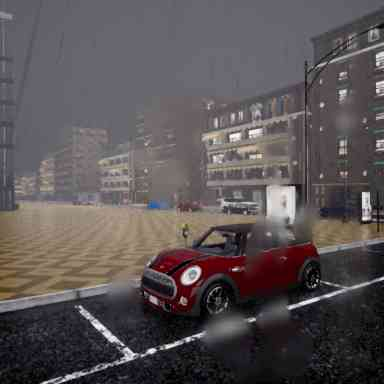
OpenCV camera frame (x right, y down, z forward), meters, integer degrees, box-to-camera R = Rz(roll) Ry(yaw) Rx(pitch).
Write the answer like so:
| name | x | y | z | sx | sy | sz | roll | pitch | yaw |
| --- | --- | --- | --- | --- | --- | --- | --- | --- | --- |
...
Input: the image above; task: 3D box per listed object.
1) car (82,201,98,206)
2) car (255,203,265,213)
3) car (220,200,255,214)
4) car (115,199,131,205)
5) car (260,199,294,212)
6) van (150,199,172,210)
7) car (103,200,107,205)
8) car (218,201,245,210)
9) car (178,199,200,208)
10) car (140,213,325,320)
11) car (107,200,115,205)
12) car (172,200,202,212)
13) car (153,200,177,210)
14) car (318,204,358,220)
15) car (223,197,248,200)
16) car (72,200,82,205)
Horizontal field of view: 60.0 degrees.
| name | x | y | z | sx | sy | sz | roll | pitch | yaw |
| --- | --- | --- | --- | --- | --- | --- | --- | --- | --- |
| car | -23.641 | 2.704 | 78.657 | 2.008 | 1.369 | 4.403 | -2 | 0 | -36 |
| car | 8.954 | 1.887 | 33.499 | 2.008 | 1.369 | 4.403 | -2 | 0 | -36 |
| car | 5.683 | 1.969 | 38.007 | 2.008 | 1.369 | 4.403 | -2 | 0 | -36 |
| car | -16.860 | 2.529 | 83.577 | 1.967 | 1.590 | 4.097 | -2 | 0 | -36 |
| car | 11.361 | 1.824 | 44.889 | 1.967 | 1.590 | 4.097 | -2 | 0 | -36 |
| van | -5.330 | 2.035 | 53.357 | 1.690 | 1.788 | 3.998 | -2 | 0 | -36 |
| car | -23.397 | 2.798 | 92.593 | 1.887 | 1.381 | 4.507 | -2 | 0 | -36 |
| car | 6.096 | 2.097 | 52.067 | 1.802 | 1.307 | 4.206 | -2 | 0 | -36 |
| car | -0.507 | 2.119 | 61.039 | 1.967 | 1.590 | 4.097 | -2 | 0 | -36 |
| car | 0.918 | 1.440 | 7.228 | 4.097 | 1.590 | 1.967 | 0 | 0 | -36 |
| car | -20.127 | 2.737 | 88.085 | 1.947 | 1.339 | 4.313 | -2 | 0 | -36 |
| car | -0.403 | 2.115 | 46.476 | 1.887 | 1.381 | 4.507 | -2 | 0 | -36 |
| car | -4.753 | 2.221 | 57.175 | 1.837 | 1.490 | 4.892 | -1 | -1 | -35 |
| car | 13.990 | 1.809 | 31.204 | 1.994 | 1.385 | 4.181 | -1 | 0 | -36 |
| car | 5.994 | 1.666 | 42.227 | 2.150 | 2.045 | 5.566 | -1 | -1 | -36 |
| car | -30.181 | 2.862 | 87.673 | 1.887 | 1.381 | 4.507 | -2 | 0 | -36 |
